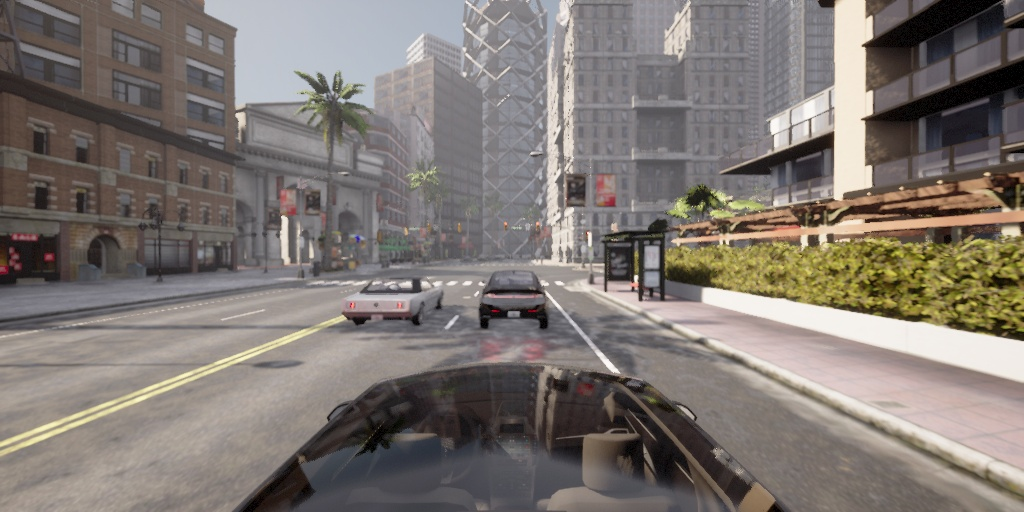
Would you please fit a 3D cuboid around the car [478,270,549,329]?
[{"bbox_3d":[0.060,1.168,11.019,2.128,1.511,4.902,0,0,0],"label":"car"}]

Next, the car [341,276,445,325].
[{"bbox_3d":[-3.437,1.275,11.407,1.895,1.301,4.718,0,0,0],"label":"car"}]
